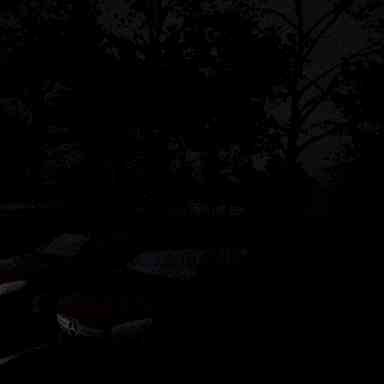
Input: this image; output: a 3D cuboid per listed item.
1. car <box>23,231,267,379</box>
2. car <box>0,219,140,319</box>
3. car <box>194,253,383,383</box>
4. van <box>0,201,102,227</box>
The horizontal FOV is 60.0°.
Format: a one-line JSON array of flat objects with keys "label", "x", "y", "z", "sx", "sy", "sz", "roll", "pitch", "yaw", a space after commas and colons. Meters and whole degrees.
[{"label": "car", "x": -0.076, "y": 1.526, "z": 5.819, "sx": 2.002, "sy": 1.452, "sz": 4.674, "roll": 0, "pitch": 0, "yaw": 36}, {"label": "car", "x": -2.342, "y": 1.522, "z": 7.437, "sx": 2.002, "sy": 1.452, "sz": 4.674, "roll": 0, "pitch": 0, "yaw": 36}, {"label": "car", "x": 2.310, "y": 1.512, "z": 4.148, "sx": 2.163, "sy": 1.488, "sz": 4.792, "roll": 0, "pitch": 0, "yaw": 36}, {"label": "van", "x": -4.593, "y": 1.253, "z": 8.885, "sx": 1.878, "sy": 1.987, "sz": 4.442, "roll": 0, "pitch": 1, "yaw": 35}]
